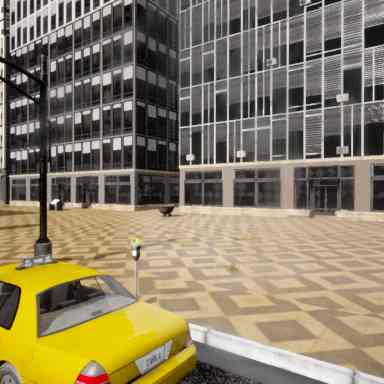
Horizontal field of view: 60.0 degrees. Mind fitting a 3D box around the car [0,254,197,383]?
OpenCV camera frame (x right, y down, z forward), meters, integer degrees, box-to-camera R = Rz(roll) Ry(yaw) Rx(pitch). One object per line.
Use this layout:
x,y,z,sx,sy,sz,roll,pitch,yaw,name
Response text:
-2.228,1.525,4.479,4.829,1.417,1.752,0,0,36,car
